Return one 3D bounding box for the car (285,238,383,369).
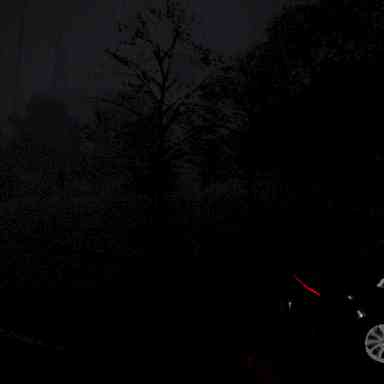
[{"bbox_3d":[3.944,1.524,4.969,4.892,1.490,1.837,1,4,6],"label":"car"}]

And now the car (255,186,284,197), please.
[{"bbox_3d":[11.258,-0.191,48.719,1.882,1.535,5.008,-1,3,-29],"label":"car"}]
